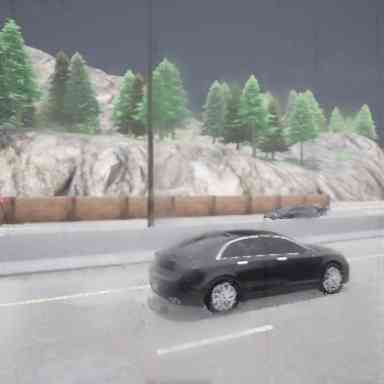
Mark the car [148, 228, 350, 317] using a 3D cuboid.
[{"bbox_3d":[1.444,1.611,7.652,4.892,1.490,1.837,0,-1,-26],"label":"car"}]

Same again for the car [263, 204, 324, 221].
[{"bbox_3d":[7.997,1.836,26.888,4.892,1.490,1.837,0,-1,-28],"label":"car"}]

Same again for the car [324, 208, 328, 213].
[{"bbox_3d":[13.341,2.047,38.074,4.718,1.301,1.895,0,-1,-32],"label":"car"}]
